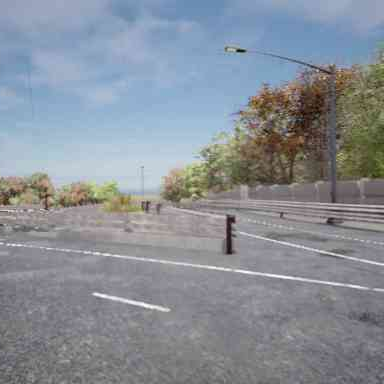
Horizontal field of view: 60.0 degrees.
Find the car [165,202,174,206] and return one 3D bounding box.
[{"bbox_3d":[-4.568,2.695,65.737,1.837,1.490,4.892,-1,-3,-8],"label":"car"}]
